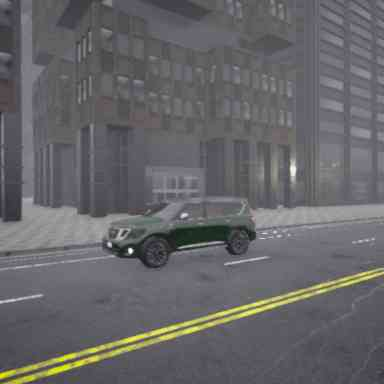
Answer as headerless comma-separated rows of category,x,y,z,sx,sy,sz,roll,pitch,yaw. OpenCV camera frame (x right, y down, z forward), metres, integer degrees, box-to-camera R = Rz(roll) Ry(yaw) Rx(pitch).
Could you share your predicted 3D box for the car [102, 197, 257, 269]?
car,-0.203,1.207,11.522,5.566,2.045,2.150,0,0,-35
